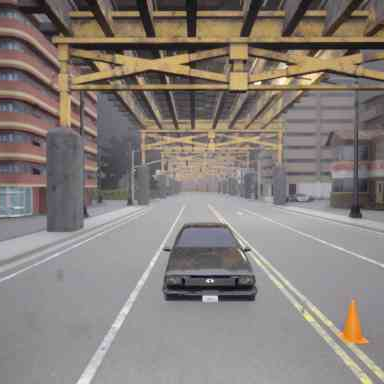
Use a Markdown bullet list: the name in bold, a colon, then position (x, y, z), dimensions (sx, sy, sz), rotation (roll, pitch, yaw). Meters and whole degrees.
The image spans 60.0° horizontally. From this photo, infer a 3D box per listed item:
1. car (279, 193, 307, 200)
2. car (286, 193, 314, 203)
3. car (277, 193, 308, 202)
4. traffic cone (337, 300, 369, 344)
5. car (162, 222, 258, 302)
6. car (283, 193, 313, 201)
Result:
- **car**: position (17.876, 0.802, 58.925), dimensions (4.536, 1.218, 1.853), rotation (0, 1, 25)
- **car**: position (17.480, 1.007, 54.792), dimensions (4.974, 1.542, 2.038), rotation (0, 1, -20)
- **car**: position (17.829, 0.960, 58.949), dimensions (4.974, 1.542, 2.038), rotation (0, 1, 25)
- **traffic cone**: position (2.455, 1.949, 5.076), dimensions (0.340, 0.580, 0.340), rotation (0, 0, 0)
- **car**: position (0.364, 1.534, 8.684), dimensions (2.033, 1.411, 5.357), rotation (0, 0, 1)
- **car**: position (17.529, 0.849, 54.808), dimensions (4.536, 1.218, 1.853), rotation (0, 1, -20)
